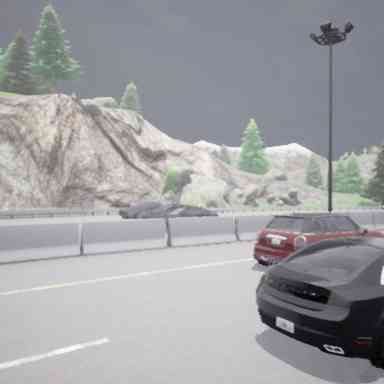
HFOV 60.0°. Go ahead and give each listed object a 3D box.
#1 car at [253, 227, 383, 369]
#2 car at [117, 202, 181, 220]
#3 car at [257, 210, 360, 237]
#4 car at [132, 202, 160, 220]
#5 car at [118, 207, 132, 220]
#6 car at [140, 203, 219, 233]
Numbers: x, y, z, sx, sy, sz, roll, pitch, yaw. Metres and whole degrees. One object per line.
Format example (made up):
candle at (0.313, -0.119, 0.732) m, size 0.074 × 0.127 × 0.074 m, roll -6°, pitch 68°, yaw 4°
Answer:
car at (3.282, 1.545, 5.742) m, size 4.892 × 1.490 × 1.837 m, roll 1°, pitch -1°, yaw -32°
car at (-3.896, 1.636, 30.274) m, size 5.357 × 1.411 × 2.033 m, roll 0°, pitch 0°, yaw -30°
car at (4.145, 1.415, 10.371) m, size 4.553 × 1.767 × 2.097 m, roll 0°, pitch 0°, yaw -32°
car at (-1.446, 1.583, 23.559) m, size 4.892 × 1.490 × 1.837 m, roll 0°, pitch 0°, yaw -30°
car at (-3.396, 1.642, 26.454) m, size 4.181 × 1.385 × 1.994 m, roll 0°, pitch 0°, yaw -30°
car at (-0.457, 1.597, 20.097) m, size 4.674 × 1.442 × 1.812 m, roll 0°, pitch 0°, yaw -30°
